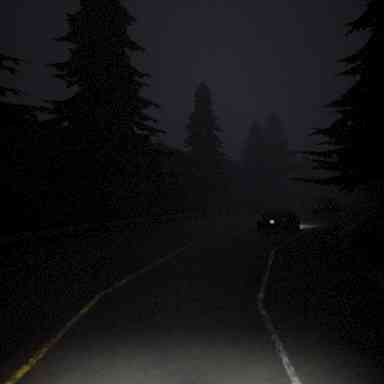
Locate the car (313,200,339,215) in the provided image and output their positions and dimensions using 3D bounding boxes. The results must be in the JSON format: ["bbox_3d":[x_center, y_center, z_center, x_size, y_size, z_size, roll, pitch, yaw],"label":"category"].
[{"bbox_3d":[14.766,1.571,36.535,2.097,1.767,4.553,0,0,31],"label":"car"}]

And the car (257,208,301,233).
[{"bbox_3d":[5.469,1.679,20.727,1.994,1.385,4.181,0,0,27],"label":"car"}]
